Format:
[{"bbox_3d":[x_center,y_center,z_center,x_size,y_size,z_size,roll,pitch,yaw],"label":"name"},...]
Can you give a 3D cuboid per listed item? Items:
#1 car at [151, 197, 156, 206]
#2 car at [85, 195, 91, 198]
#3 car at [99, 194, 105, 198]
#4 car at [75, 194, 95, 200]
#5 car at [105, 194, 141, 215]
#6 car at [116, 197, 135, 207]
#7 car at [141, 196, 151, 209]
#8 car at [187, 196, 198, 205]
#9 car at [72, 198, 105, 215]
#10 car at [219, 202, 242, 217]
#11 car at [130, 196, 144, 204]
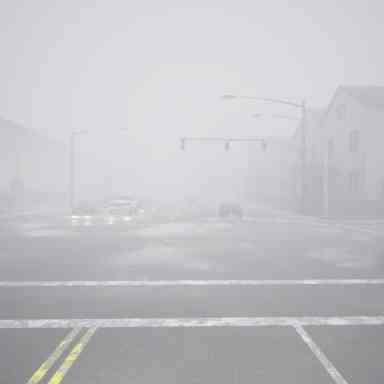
[{"bbox_3d":[-7.040,1.477,54.631,1.882,1.535,5.008,0,0,0],"label":"car"},{"bbox_3d":[-28.105,1.452,84.393,2.038,1.542,4.974,0,0,-36],"label":"car"},{"bbox_3d":[-10.562,1.221,42.921,2.150,2.045,5.566,0,0,0],"label":"car"},{"bbox_3d":[-28.890,1.452,89.760,2.038,1.542,4.974,0,0,29],"label":"car"},{"bbox_3d":[-7.070,1.221,34.691,2.150,2.045,5.566,0,0,0],"label":"car"},{"bbox_3d":[-10.549,1.547,53.166,2.033,1.411,5.357,0,0,0],"label":"car"},{"bbox_3d":[-7.060,1.505,44.243,1.837,1.490,4.892,0,0,0],"label":"car"},{"bbox_3d":[0.052,1.491,58.646,2.128,1.511,4.902,0,0,0],"label":"car"},{"bbox_3d":[-10.570,1.564,33.662,1.994,1.385,4.181,0,0,0],"label":"car"},{"bbox_3d":[3.449,1.600,30.556,1.895,1.301,4.718,0,0,3],"label":"car"},{"bbox_3d":[-10.488,1.525,63.248,1.812,1.442,4.674,0,0,1],"label":"car"}]
